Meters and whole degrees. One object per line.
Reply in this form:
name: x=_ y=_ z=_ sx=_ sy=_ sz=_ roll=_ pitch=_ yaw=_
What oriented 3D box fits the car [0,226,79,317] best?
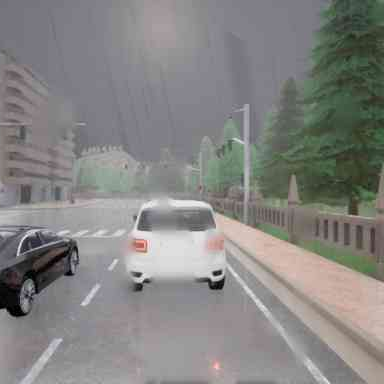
car: x=-3.966 y=1.492 z=7.390 sx=2.128 sy=1.511 sz=4.902 roll=0 pitch=0 yaw=-3

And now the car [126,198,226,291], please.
car: x=-0.473 y=1.221 z=9.169 sx=2.150 sy=2.045 sz=5.566 roll=0 pitch=0 yaw=-4

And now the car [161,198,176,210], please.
car: x=-3.136 y=1.526 z=44.406 sx=1.812 sy=1.442 sz=4.674 roll=0 pitch=0 yaw=-4
